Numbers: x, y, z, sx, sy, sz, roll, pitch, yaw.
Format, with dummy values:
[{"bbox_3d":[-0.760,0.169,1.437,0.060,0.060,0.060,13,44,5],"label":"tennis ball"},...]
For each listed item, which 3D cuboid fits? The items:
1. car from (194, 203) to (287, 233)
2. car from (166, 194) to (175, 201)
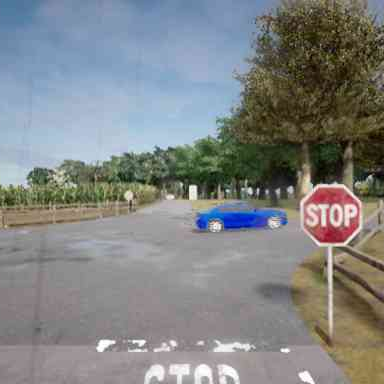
[{"bbox_3d":[2.615,1.313,18.151,5.008,1.535,1.882,-3,-1,0],"label":"car"},{"bbox_3d":[-4.867,1.217,75.186,1.812,1.442,4.674,0,0,0],"label":"car"}]
